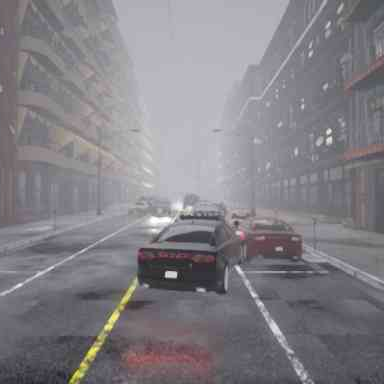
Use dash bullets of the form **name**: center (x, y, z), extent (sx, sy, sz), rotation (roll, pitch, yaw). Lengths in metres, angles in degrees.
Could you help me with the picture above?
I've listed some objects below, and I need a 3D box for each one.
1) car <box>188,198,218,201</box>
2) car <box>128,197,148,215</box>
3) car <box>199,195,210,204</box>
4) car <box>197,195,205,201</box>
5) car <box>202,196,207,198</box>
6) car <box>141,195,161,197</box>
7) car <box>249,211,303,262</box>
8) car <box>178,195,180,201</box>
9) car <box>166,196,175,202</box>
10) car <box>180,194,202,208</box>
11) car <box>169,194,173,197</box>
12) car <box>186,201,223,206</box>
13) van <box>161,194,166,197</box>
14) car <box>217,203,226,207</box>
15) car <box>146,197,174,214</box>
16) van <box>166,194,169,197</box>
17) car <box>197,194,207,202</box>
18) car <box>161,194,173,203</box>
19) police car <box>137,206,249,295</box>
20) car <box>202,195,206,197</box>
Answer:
- **car**: center (0.772, 1.456, 24.847), extent (1.801, 1.575, 5.366), rotation (0, 0, 0)
- **car**: center (-5.367, 1.535, 33.988), extent (1.752, 1.417, 4.829), rotation (2, 0, 0)
- **car**: center (2.452, 1.514, 67.297), extent (1.967, 1.590, 4.097), rotation (1, 0, 0)
- **car**: center (2.362, 1.587, 89.422), extent (1.967, 1.590, 4.097), rotation (1, 0, 0)
- **car**: center (2.500, 1.567, 39.643), extent (2.008, 1.369, 4.403), rotation (1, 0, 0)
- **car**: center (-5.374, 1.331, 39.689), extent (2.192, 1.841, 5.009), rotation (2, 0, 0)
- **car**: center (2.559, 1.541, 11.989), extent (1.887, 1.381, 4.507), rotation (1, 0, 0)
- **car**: center (-2.947, 1.515, 93.404), extent (2.097, 1.767, 4.553), rotation (0, 0, 0)
- **car**: center (-5.475, 1.692, 83.933), extent (1.947, 1.339, 4.313), rotation (1, 0, 0)
- **car**: center (-0.092, 1.244, 44.633), extent (2.150, 2.045, 5.566), rotation (0, 0, 0)
- **car**: center (-5.433, 1.389, 67.341), extent (2.192, 1.841, 5.009), rotation (1, 0, 0)
- **car**: center (0.785, 1.475, 18.653), extent (1.882, 1.535, 5.008), rotation (0, 0, 0)
- **van**: center (-5.398, 1.374, 50.748), extent (1.690, 1.788, 3.998), rotation (2, 0, 0)
- **car**: center (2.547, 1.522, 17.691), extent (1.752, 1.417, 4.829), rotation (1, 0, 0)
- **car**: center (-2.918, 1.500, 32.670), extent (2.128, 1.511, 4.902), rotation (0, 0, 0)
- **van**: center (-5.411, 1.386, 56.280), extent (1.690, 1.788, 3.998), rotation (1, 0, 0)
- **car**: center (2.389, 1.421, 78.359), extent (2.192, 1.841, 5.009), rotation (1, 0, 0)
- **car**: center (-5.445, 1.405, 72.871), extent (2.192, 1.841, 5.009), rotation (1, 0, 0)
- **police car**: center (0.256, 1.422, 9.033), extent (1.930, 1.638, 5.238), rotation (0, 0, 15)
- **car**: center (2.465, 1.590, 56.235), extent (1.887, 1.381, 4.507), rotation (1, 0, 0)
